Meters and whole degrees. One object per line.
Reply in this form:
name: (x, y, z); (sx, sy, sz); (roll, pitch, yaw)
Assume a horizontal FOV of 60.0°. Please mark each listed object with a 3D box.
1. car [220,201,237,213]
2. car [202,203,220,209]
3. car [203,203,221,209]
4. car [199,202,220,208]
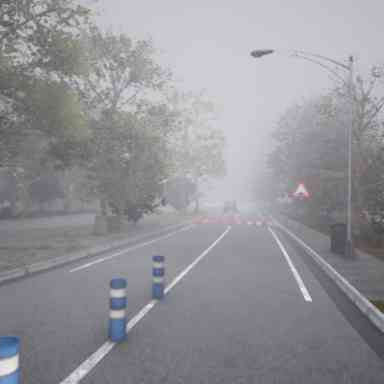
car: (6.719, 2.538, 58.380); (2.150, 2.045, 5.566); (1, -1, 10)
car: (5.219, 3.819, 91.202); (4.892, 1.521, 2.231); (1, -3, 10)
car: (5.689, 3.960, 93.930); (5.008, 1.535, 2.097); (1, -3, 10)
car: (4.937, 3.684, 88.444); (5.366, 1.575, 1.946); (1, -3, 10)
